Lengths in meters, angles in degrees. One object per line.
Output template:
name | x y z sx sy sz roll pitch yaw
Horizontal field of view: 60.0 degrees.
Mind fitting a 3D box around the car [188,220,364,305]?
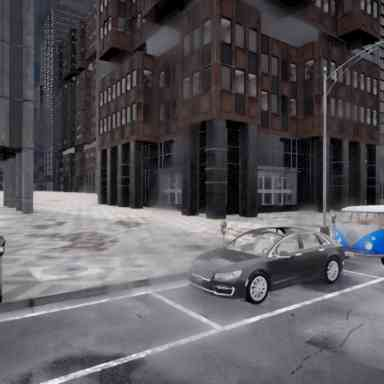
car | 1.939 1.551 8.020 4.403 1.369 2.008 0 0 -35

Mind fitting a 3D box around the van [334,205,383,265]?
van | 6.445 1.342 11.218 3.998 1.788 1.690 0 0 -35
